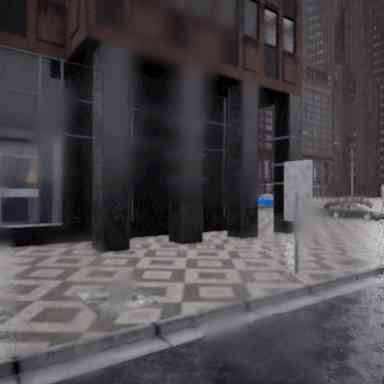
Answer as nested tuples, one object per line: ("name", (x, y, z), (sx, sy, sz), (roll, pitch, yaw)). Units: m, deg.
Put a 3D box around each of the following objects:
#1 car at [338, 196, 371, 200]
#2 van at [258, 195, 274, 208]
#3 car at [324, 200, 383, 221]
("car", (17.244, 1.387, 36.685), (2.192, 1.841, 5.009), (2, 0, -35))
("van", (10.908, 1.267, 45.579), (1.690, 1.788, 3.998), (2, 0, -35))
("car", (13.457, 1.622, 27.300), (2.008, 1.369, 4.403), (2, 0, -35))
